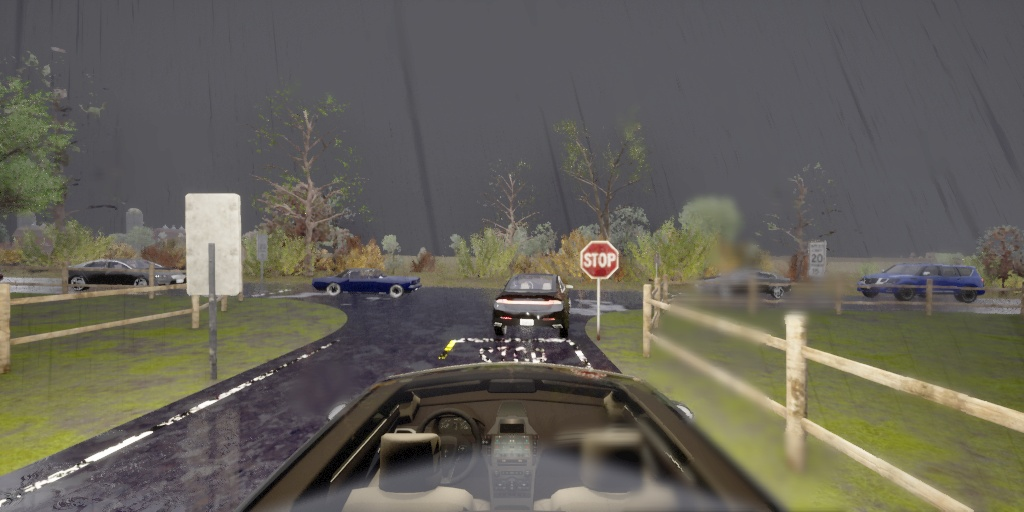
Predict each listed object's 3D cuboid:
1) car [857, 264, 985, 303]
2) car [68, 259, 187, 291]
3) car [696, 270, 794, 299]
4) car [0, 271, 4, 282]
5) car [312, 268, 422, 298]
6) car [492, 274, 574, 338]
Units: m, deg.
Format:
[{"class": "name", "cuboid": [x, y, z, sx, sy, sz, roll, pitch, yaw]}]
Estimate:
[{"class": "car", "cuboid": [22.910, 1.467, 20.192, 5.566, 2.045, 2.150, 1, 1, 0]}, {"class": "car", "cuboid": [-18.481, 0.886, 17.317, 4.902, 1.511, 2.128, 1, 1, 0]}, {"class": "car", "cuboid": [13.014, 1.526, 20.209, 4.902, 1.511, 2.128, 1, 1, 0]}, {"class": "car", "cuboid": [-27.785, 0.718, 17.330, 4.674, 1.442, 1.812, 1, 1, 0]}, {"class": "car", "cuboid": [-6.813, 1.249, 17.293, 4.718, 1.301, 1.895, 1, 1, 0]}, {"class": "car", "cuboid": [0.711, 1.240, 10.257, 2.128, 1.511, 4.902, 0, 0, 9]}]
